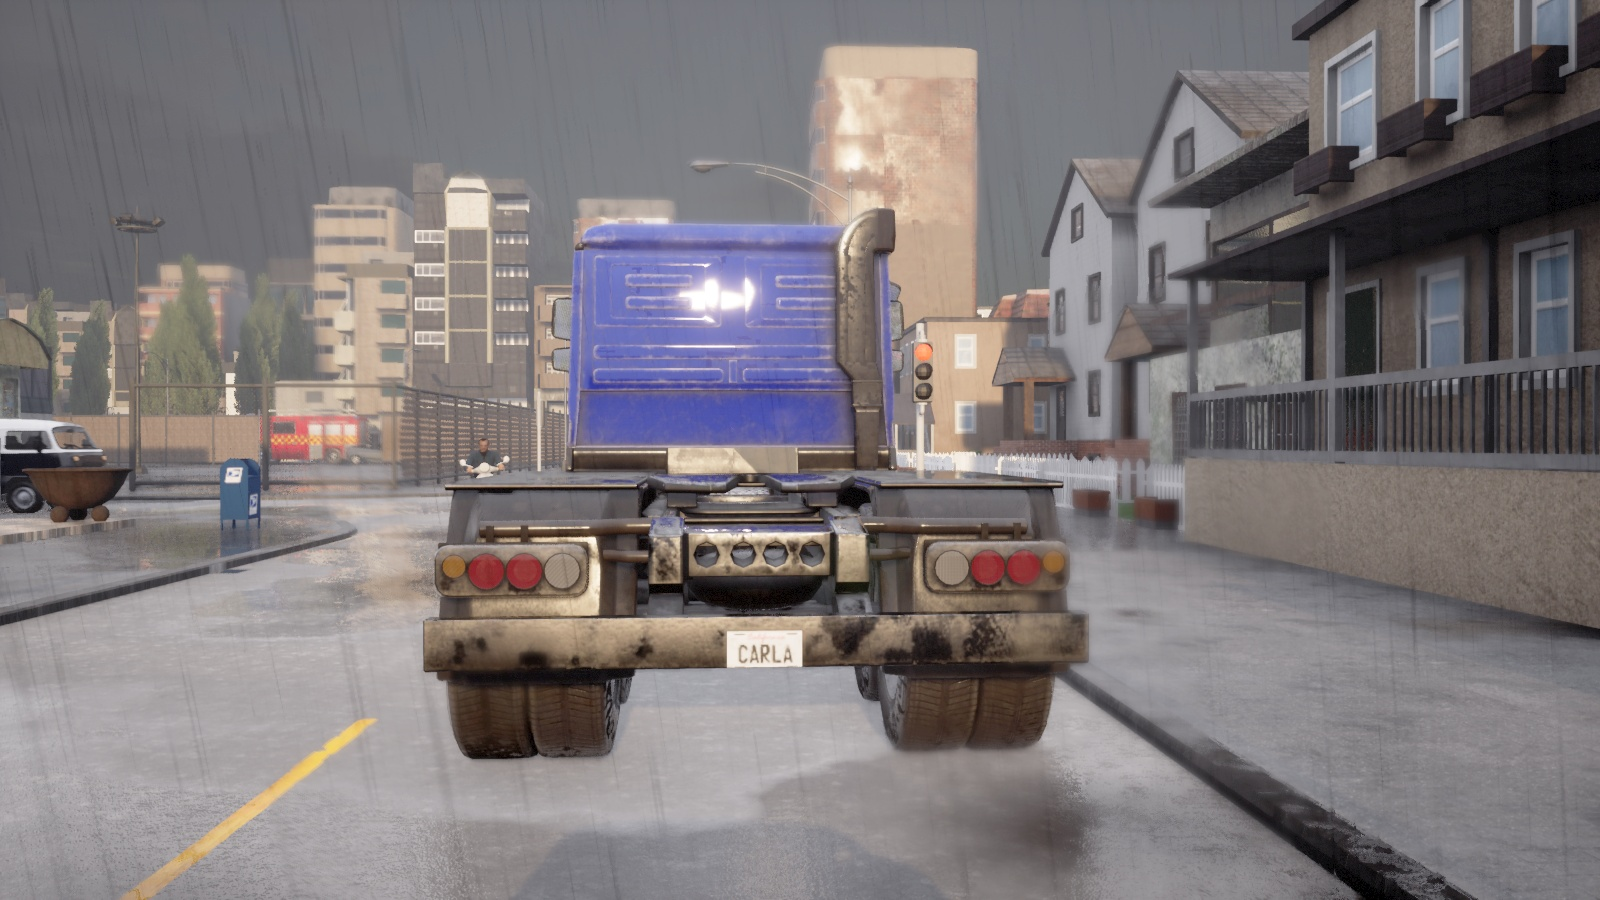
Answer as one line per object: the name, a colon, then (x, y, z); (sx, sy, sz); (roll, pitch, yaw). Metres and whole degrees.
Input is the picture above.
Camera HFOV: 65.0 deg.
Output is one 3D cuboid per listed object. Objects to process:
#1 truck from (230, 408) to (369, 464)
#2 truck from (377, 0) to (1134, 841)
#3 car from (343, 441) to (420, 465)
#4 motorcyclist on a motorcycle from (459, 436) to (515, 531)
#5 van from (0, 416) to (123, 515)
truck: (-34.798, -0.940, 87.533); (8.468, 3.827, 2.891); (0, 0, -3)
truck: (-0.432, -0.285, 8.765); (2.891, 3.462, 7.936); (0, 0, -4)
car: (-27.921, 0.197, 83.916); (4.514, 1.525, 2.007); (0, 0, -3)
motorcyclist on a motorcycle: (-5.588, 0.569, 22.362); (0.866, 1.590, 1.817); (-2, 1, -16)
van: (-17.266, 0.305, 26.839); (4.480, 2.038, 2.069); (0, 0, -3)
